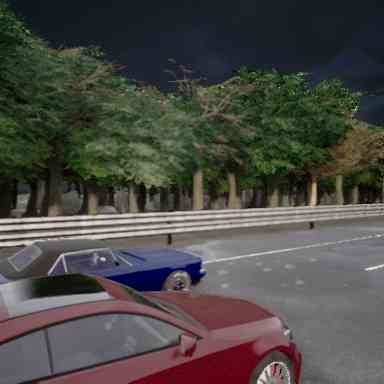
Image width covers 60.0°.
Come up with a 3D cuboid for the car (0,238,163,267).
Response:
[{"bbox_3d":[-2.032,1.604,6.605,4.718,1.301,1.895,0,0,-35],"label":"car"}]

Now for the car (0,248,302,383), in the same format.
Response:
[{"bbox_3d":[-1.000,1.526,3.035,4.674,1.442,1.812,0,0,-35],"label":"car"}]
